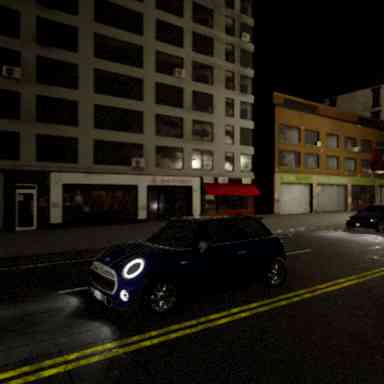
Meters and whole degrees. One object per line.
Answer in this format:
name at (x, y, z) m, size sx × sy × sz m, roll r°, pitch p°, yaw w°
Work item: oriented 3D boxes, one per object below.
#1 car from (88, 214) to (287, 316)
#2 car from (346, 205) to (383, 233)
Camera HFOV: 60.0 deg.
car at (0.051, 1.346, 7.606) m, size 4.553 × 1.767 × 2.097 m, roll 0°, pitch 0°, yaw -35°
car at (10.909, 1.498, 19.444) m, size 4.674 × 1.442 × 1.812 m, roll 0°, pitch 0°, yaw -35°
